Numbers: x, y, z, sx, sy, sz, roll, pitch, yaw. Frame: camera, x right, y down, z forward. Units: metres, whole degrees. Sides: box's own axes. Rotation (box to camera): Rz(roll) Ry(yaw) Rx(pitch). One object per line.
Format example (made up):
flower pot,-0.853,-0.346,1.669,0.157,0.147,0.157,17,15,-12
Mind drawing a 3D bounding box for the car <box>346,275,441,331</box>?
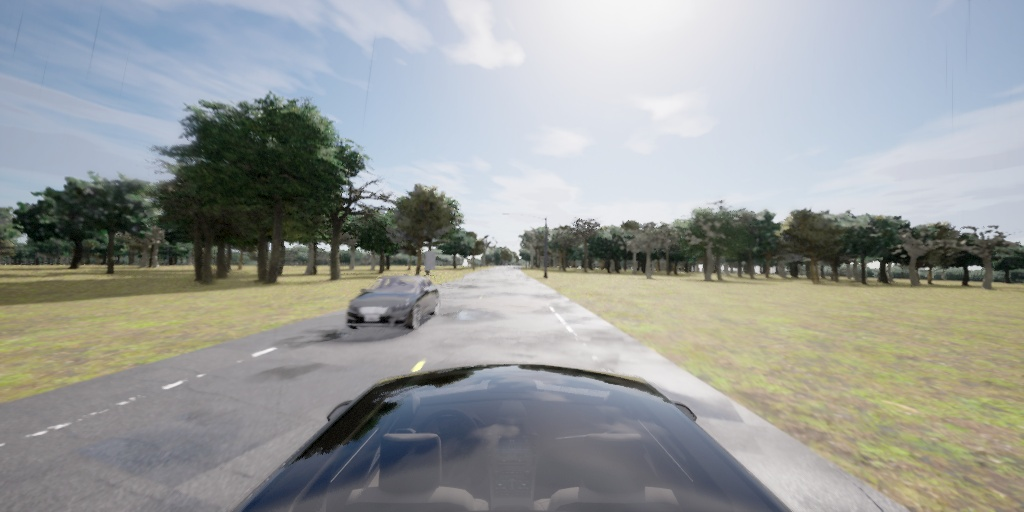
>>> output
car,-3.598,1.386,11.675,2.128,1.511,4.902,1,-1,0
